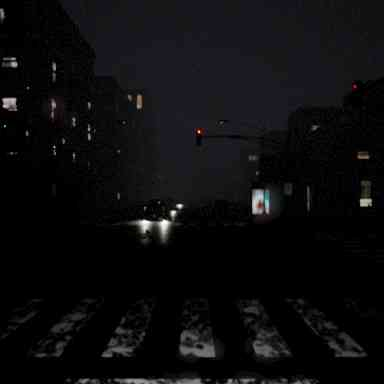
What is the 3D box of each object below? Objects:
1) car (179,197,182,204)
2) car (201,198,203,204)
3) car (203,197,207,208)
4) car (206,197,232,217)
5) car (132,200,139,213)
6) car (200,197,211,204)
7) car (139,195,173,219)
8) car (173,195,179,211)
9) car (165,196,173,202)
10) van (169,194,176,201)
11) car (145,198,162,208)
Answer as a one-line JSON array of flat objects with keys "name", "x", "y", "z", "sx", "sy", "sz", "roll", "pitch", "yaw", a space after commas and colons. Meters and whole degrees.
[{"name": "car", "x": -2.978, "y": 1.676, "z": 63.657, "sx": 1.895, "sy": 1.301, "sz": 4.718, "roll": 0, "pitch": 0, "yaw": 0}, {"name": "car", "x": 2.715, "y": 1.601, "z": 49.118, "sx": 2.008, "sy": 1.369, "sz": 4.403, "roll": 0, "pitch": 0, "yaw": 0}, {"name": "car", "x": 2.711, "y": 1.623, "z": 43.421, "sx": 1.802, "sy": 1.307, "sz": 4.206, "roll": 0, "pitch": 0, "yaw": 0}, {"name": "car", "x": 2.704, "y": 1.465, "z": 32.027, "sx": 1.967, "sy": 1.590, "sz": 4.097, "roll": 0, "pitch": 0, "yaw": 0}, {"name": "car", "x": -5.673, "y": 1.584, "z": 37.717, "sx": 2.008, "sy": 1.369, "sz": 4.403, "roll": 0, "pitch": 0, "yaw": 0}, {"name": "car", "x": 2.726, "y": 1.631, "z": 66.208, "sx": 2.008, "sy": 1.369, "sz": 4.403, "roll": -1, "pitch": 0, "yaw": 0}, {"name": "car", "x": -3.081, "y": 1.375, "z": 29.282, "sx": 2.097, "sy": 1.767, "sz": 4.553, "roll": 0, "pitch": 0, "yaw": 0}, {"name": "car", "x": -3.066, "y": 1.518, "z": 42.444, "sx": 1.882, "sy": 1.535, "sz": 5.008, "roll": 0, "pitch": 1, "yaw": 0}, {"name": "car", "x": -5.645, "y": 1.642, "z": 83.120, "sx": 1.752, "sy": 1.417, "sz": 4.829, "roll": -1, "pitch": 0, "yaw": 0}, {"name": "van", "x": -5.639, "y": 1.487, "z": 94.684, "sx": 1.690, "sy": 1.788, "sz": 3.998, "roll": -1, "pitch": 0, "yaw": 0}, {"name": "car", "x": -5.665, "y": 1.601, "z": 49.111, "sx": 2.008, "sy": 1.369, "sz": 4.403, "roll": 0, "pitch": 0, "yaw": 0}]
